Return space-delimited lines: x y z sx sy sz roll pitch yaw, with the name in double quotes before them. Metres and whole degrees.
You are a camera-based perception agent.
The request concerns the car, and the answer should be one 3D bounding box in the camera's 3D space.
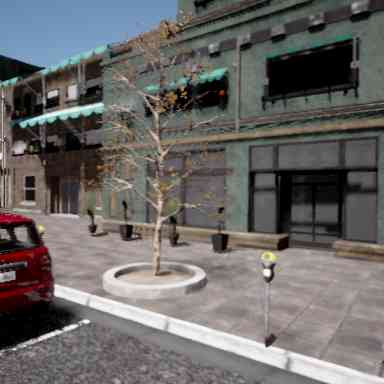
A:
"car" -4.596 1.286 6.145 5.009 1.841 2.192 0 1 35
